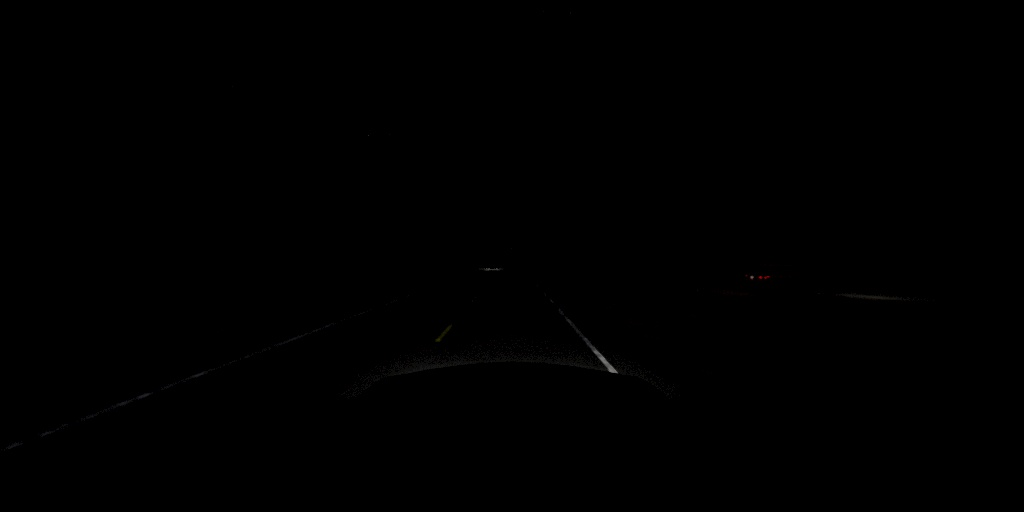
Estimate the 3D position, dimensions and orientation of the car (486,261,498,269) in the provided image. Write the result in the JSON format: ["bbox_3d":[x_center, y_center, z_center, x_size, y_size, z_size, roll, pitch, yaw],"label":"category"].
[{"bbox_3d":[-3.505,1.583,64.566,1.994,1.385,4.181,0,0,1],"label":"car"}]

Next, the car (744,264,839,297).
[{"bbox_3d":[18.944,1.603,24.442,5.566,2.045,2.150,2,-1,-2],"label":"car"}]
